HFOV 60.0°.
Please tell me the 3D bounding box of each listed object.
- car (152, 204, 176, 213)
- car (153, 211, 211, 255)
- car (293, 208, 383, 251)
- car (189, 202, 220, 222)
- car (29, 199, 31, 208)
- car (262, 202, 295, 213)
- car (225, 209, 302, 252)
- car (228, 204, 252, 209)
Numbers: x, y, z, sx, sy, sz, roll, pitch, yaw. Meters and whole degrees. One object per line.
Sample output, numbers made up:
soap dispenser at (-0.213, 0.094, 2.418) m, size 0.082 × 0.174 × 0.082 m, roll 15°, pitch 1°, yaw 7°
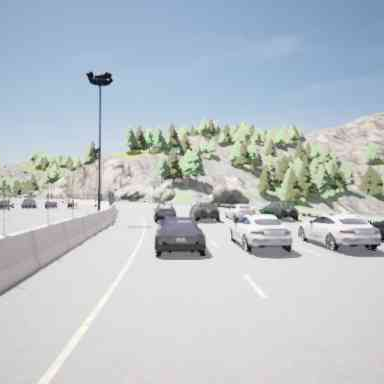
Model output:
car at (-2.426, 1.808, 29.256) m, size 2.128 × 1.511 × 4.902 m, roll 0°, pitch 0°, yaw -9°
car at (-0.564, 1.716, 14.006) m, size 1.994 × 1.385 × 4.181 m, roll 0°, pitch -1°, yaw -5°
car at (6.388, 1.686, 14.816) m, size 1.812 × 1.442 × 4.674 m, roll 0°, pitch 0°, yaw -5°
car at (1.045, 1.671, 29.716) m, size 2.097 × 1.767 × 4.553 m, roll 0°, pitch -1°, yaw -9°
car at (-27.868, 1.964, 57.109) m, size 2.097 × 1.767 × 4.553 m, roll 0°, pitch -1°, yaw -19°
car at (7.963, 1.683, 30.777) m, size 2.097 × 1.767 × 4.553 m, roll 0°, pitch -1°, yaw -9°
car at (2.897, 1.683, 14.575) m, size 1.812 × 1.442 × 4.674 m, roll 0°, pitch 0°, yaw -5°
car at (4.423, 1.856, 30.714) m, size 1.812 × 1.442 × 4.674 m, roll 0°, pitch 0°, yaw -9°
